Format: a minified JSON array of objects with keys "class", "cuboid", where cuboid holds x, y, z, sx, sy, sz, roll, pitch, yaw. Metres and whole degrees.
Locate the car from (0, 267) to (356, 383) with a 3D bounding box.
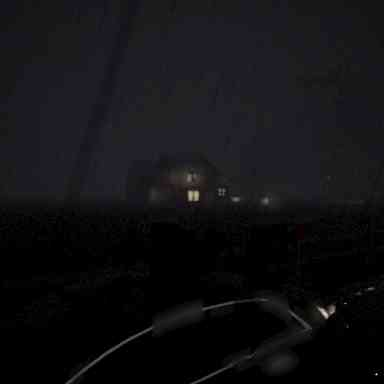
[{"class":"car","cuboid":[-0.591,1.512,2.642,4.892,1.490,1.837,0,0,-36]}]
